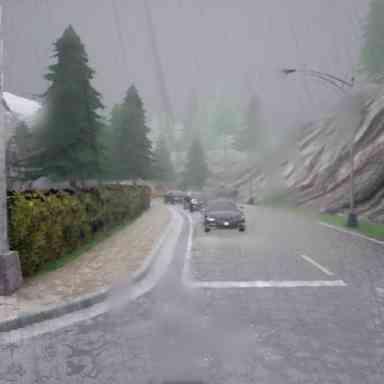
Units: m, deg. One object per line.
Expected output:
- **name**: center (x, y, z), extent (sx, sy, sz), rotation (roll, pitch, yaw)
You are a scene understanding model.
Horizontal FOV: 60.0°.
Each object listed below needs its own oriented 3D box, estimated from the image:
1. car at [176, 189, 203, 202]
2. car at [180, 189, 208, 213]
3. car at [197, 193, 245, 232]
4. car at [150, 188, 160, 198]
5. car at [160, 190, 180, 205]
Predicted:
- **car**: center (-0.345, 0.401, 42.940), extent (1.812, 1.442, 4.674), rotation (-1, 2, -23)
- **car**: center (0.593, 0.637, 26.801), extent (2.097, 1.767, 4.553), rotation (-1, 2, -10)
- **car**: center (1.412, 1.045, 16.680), extent (1.837, 1.490, 4.892), rotation (-1, 1, -2)
- **car**: center (-6.507, 0.160, 53.046), extent (1.882, 1.535, 5.008), rotation (-2, 2, -43)
- **car**: center (-1.779, 0.560, 36.675), extent (1.837, 1.490, 4.892), rotation (-1, 2, -20)
